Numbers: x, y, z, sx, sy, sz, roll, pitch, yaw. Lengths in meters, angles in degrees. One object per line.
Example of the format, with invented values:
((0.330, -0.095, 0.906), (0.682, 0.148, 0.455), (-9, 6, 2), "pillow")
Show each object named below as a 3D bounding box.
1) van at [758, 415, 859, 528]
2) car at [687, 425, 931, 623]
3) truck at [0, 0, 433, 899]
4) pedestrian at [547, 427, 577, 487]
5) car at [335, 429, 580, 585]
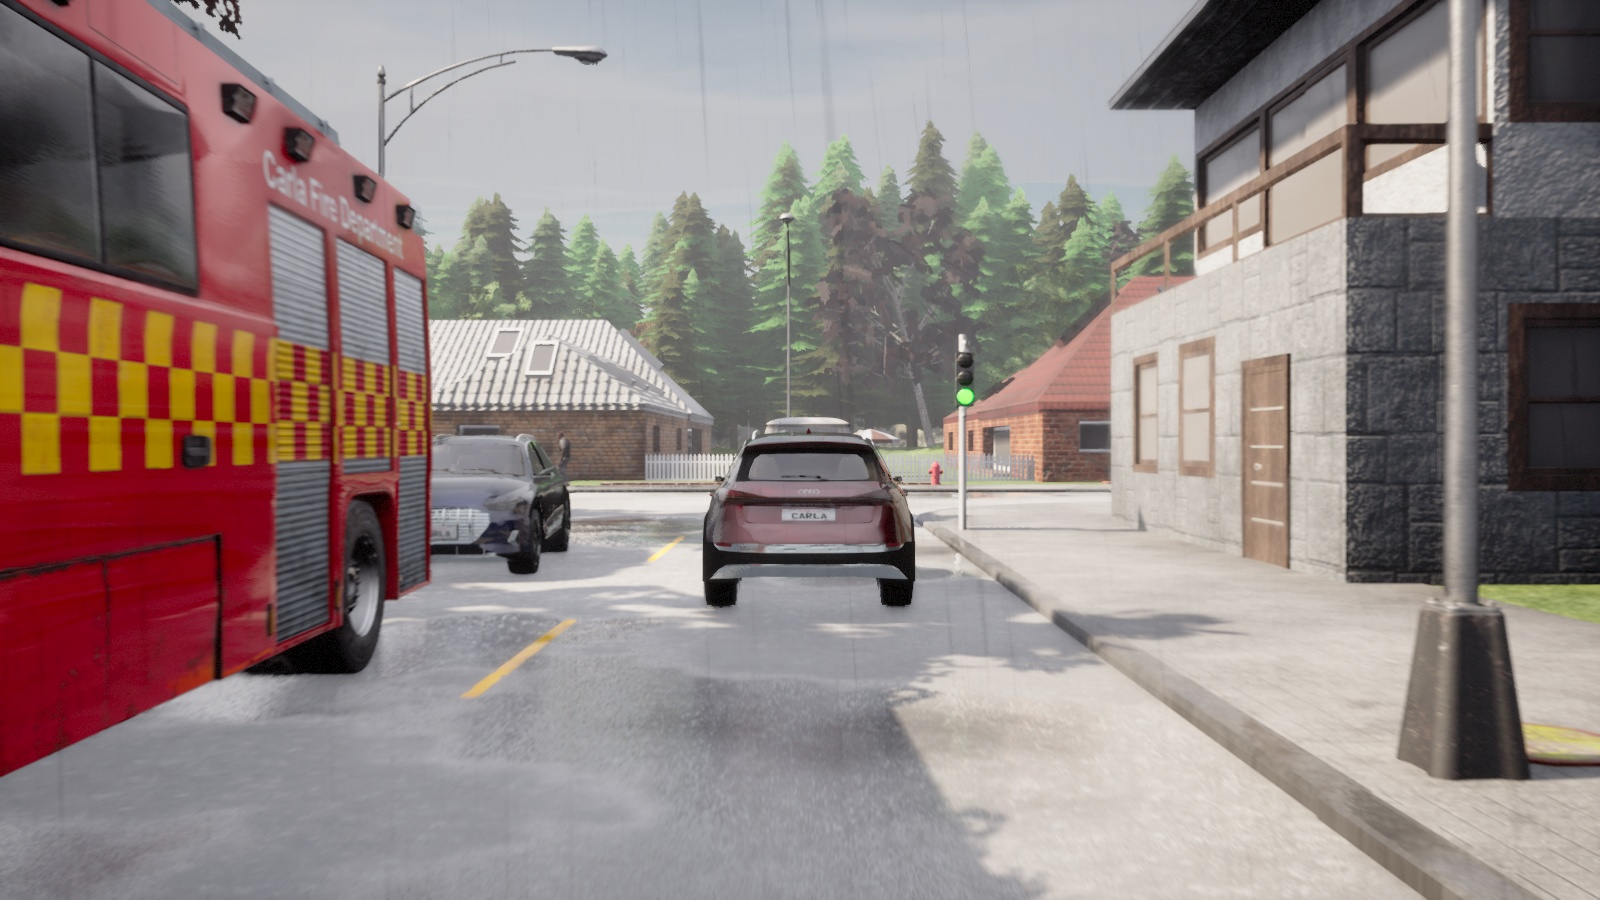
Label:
((0.125, 0.364, 24.414), (1.775, 1.987, 4.442), (0, 0, -1), "van")
((0.090, 0.605, 12.894), (2.033, 1.649, 4.856), (0, 0, 0), "car")
((-4.060, -0.451, 5.352), (2.891, 3.827, 8.468), (0, 0, -3), "truck")
((-7.541, 0.229, 39.752), (0.849, 1.883, 0.563), (0, 0, 0), "pedestrian")
((-4.050, 0.586, 15.752), (2.033, 1.649, 4.856), (0, 0, -4), "car")
